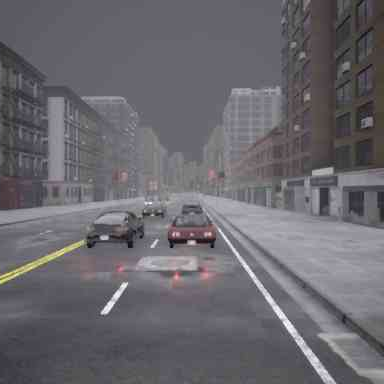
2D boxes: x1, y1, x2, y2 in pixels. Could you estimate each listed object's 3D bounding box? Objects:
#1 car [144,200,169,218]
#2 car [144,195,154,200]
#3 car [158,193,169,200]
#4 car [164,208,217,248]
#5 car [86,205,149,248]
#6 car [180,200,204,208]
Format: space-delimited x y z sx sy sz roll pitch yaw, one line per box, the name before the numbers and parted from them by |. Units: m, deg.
car | -3.250 1.615 29.681 1.895 1.301 4.718 0 0 0
car | -9.750 1.476 76.432 2.128 1.511 4.902 0 0 0
car | -6.500 1.176 76.402 2.150 2.045 5.566 0 0 0
car | 0.000 1.615 14.681 1.895 1.301 4.718 0 0 0
car | -3.250 1.532 14.651 1.812 1.442 4.674 0 0 0
car | 0.000 1.515 29.651 1.837 1.490 4.892 0 0 0
